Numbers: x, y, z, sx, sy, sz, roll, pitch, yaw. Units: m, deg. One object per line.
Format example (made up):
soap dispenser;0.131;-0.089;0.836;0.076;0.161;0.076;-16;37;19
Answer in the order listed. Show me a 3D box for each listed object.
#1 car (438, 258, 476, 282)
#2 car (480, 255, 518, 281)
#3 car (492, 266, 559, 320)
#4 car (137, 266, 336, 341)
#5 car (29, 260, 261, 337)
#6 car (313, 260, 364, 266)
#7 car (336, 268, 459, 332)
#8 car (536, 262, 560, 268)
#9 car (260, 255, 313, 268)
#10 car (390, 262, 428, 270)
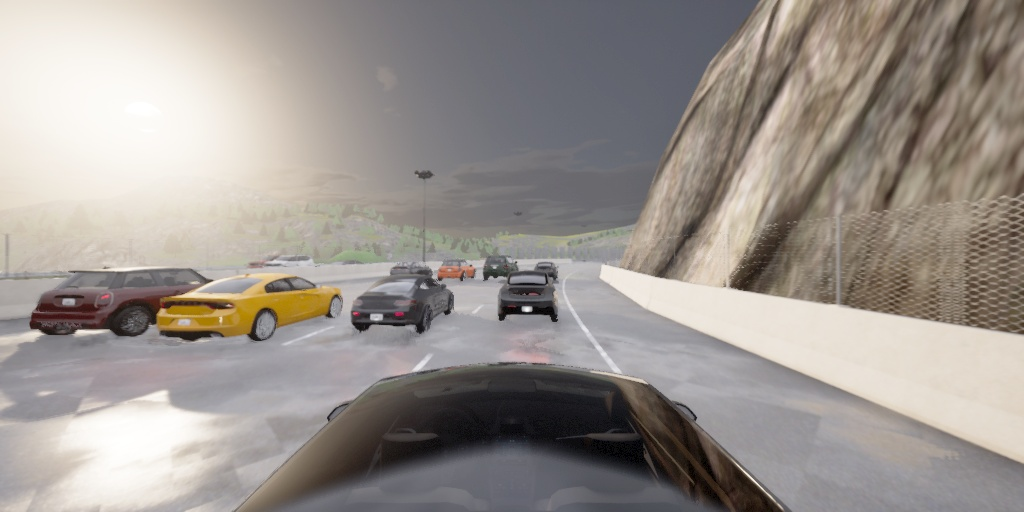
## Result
car;-4.409;1.082;29.303;2.097;1.767;4.553;0;0;9
car;-0.849;0.960;29.567;2.150;2.045;5.566;0;0;10
car;0.587;1.253;12.570;1.837;1.490;4.892;0;0;4
car;-6.592;1.209;9.823;1.882;1.535;5.008;0;0;3
car;-10.055;1.075;10.346;2.097;1.767;4.553;0;0;3
car;-17.511;1.221;36.555;1.812;1.442;4.674;0;0;11
car;-3.050;1.265;10.694;1.812;1.442;4.674;0;0;3
car;2.956;1.252;30.862;1.837;1.490;4.892;0;0;10
car;-24.177;0.900;39.040;2.150;2.045;5.566;0;0;12
car;-8.039;1.213;28.895;2.128;1.511;4.902;0;0;9
